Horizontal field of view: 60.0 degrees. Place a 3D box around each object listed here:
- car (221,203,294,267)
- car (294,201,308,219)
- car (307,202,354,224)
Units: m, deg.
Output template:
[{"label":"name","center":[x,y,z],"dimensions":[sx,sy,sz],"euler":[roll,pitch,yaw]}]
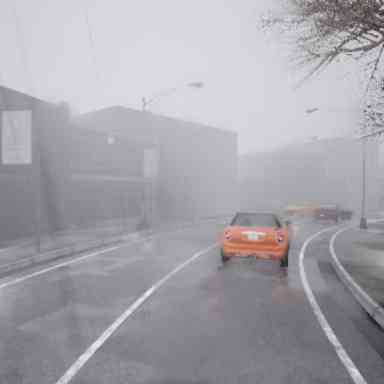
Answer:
[{"label":"car","center":[2.462,1.394,12.013],"dimensions":[2.097,1.767,4.553],"euler":[1,0,17]},{"label":"car","center":[10.283,1.616,30.989],"dimensions":[5.008,1.535,1.882],"euler":[1,0,-43]},{"label":"car","center":[11.587,1.665,27.143],"dimensions":[1.882,1.535,5.008],"euler":[1,0,43]}]
